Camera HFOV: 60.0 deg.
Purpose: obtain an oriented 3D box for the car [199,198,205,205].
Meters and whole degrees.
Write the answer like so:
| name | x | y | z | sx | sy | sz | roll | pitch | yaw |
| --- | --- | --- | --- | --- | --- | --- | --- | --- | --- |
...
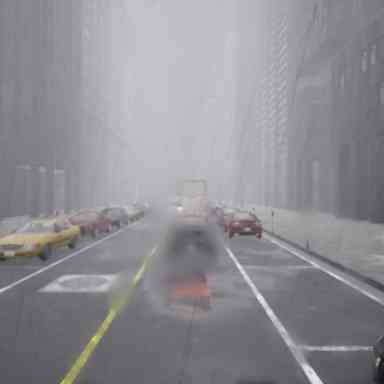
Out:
| name | x | y | z | sx | sy | sz | roll | pitch | yaw |
| --- | --- | --- | --- | --- | --- | --- | --- | --- | --- |
| car | 2.740 | 2.182 | 58.195 | 2.008 | 1.369 | 4.403 | 0 | -1 | 0 |

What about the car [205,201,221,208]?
| name | x | y | z | sx | sy | sz | roll | pitch | yaw |
| --- | --- | --- | --- | --- | --- | --- | --- | --- | --- |
| car | 2.748 | 1.929 | 35.651 | 2.008 | 1.369 | 4.403 | 0 | -1 | 0 |

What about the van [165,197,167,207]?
| name | x | y | z | sx | sy | sz | roll | pitch | yaw |
| --- | --- | --- | --- | --- | --- | --- | --- | --- | --- |
| van | -5.786 | 1.972 | 58.179 | 1.690 | 1.788 | 3.998 | 0 | -1 | 0 |

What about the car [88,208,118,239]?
| name | x | y | z | sx | sy | sz | roll | pitch | yaw |
| --- | --- | --- | --- | --- | --- | --- | --- | --- | --- |
| car | -5.771 | 1.741 | 18.723 | 1.887 | 1.381 | 4.507 | 0 | -1 | 0 |

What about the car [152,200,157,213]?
| name | x | y | z | sx | sy | sz | roll | pitch | yaw |
| --- | --- | --- | --- | --- | --- | --- | --- | --- | --- |
| car | -5.779 | 2.022 | 41.268 | 1.802 | 1.307 | 4.206 | 0 | -1 | 0 |

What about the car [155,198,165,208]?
| name | x | y | z | sx | sy | sz | roll | pitch | yaw |
| --- | --- | --- | --- | --- | --- | --- | --- | --- | --- |
| car | -5.783 | 2.006 | 52.542 | 1.967 | 1.590 | 4.097 | 0 | -1 | 0 |

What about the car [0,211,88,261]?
| name | x | y | z | sx | sy | sz | roll | pitch | yaw |
| --- | --- | --- | --- | --- | --- | --- | --- | --- | --- |
| car | -5.769 | 1.661 | 12.917 | 1.752 | 1.417 | 4.829 | 0 | -1 | 0 |

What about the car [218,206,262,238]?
| name | x | y | z | sx | sy | sz | roll | pitch | yaw |
| --- | --- | --- | --- | --- | --- | --- | --- | --- | --- |
| car | 2.754 | 1.742 | 18.744 | 1.887 | 1.381 | 4.507 | 0 | -1 | 0 |

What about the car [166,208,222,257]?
| name | x | y | z | sx | sy | sz | roll | pitch | yaw |
| --- | --- | --- | --- | --- | --- | --- | --- | --- | --- |
| car | 0.011 | 1.649 | 13.494 | 1.837 | 1.490 | 4.892 | 0 | 0 | 0 |

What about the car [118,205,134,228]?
| name | x | y | z | sx | sy | sz | roll | pitch | yaw |
| --- | --- | --- | --- | --- | --- | --- | --- | --- | --- |
| car | -5.773 | 1.822 | 24.359 | 1.947 | 1.339 | 4.313 | 0 | -1 | 0 |

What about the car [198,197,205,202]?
| name | x | y | z | sx | sy | sz | roll | pitch | yaw |
| --- | --- | --- | --- | --- | --- | --- | --- | --- | --- |
| car | 2.736 | 2.306 | 69.467 | 1.887 | 1.381 | 4.507 | 0 | -1 | 0 |

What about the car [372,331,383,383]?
| name | x | y | z | sx | sy | sz | roll | pitch | yaw |
| --- | --- | --- | --- | --- | --- | --- | --- | --- | --- |
| car | 2.760 | 1.571 | 1.837 | 2.008 | 1.369 | 4.403 | 0 | -1 | 0 |

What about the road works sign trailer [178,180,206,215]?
| name | x | y | z | sx | sy | sz | roll | pitch | yaw |
| --- | --- | --- | --- | --- | --- | --- | --- | --- | --- |
| road works sign trailer | -0.010 | 0.758 | 27.848 | 2.380 | 3.560 | 2.880 | 0 | -1 | 0 |

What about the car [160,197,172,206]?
| name | x | y | z | sx | sy | sz | roll | pitch | yaw |
| --- | --- | --- | --- | --- | --- | --- | --- | --- | --- |
| car | -5.792 | 2.142 | 75.087 | 2.192 | 1.841 | 5.009 | 0 | -1 | 0 |

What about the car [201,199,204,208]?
| name | x | y | z | sx | sy | sz | roll | pitch | yaw |
| --- | --- | --- | --- | --- | --- | --- | --- | --- | --- |
| car | 2.744 | 2.054 | 46.923 | 2.008 | 1.369 | 4.403 | 0 | -1 | 0 |

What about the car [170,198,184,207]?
| name | x | y | z | sx | sy | sz | roll | pitch | yaw |
| --- | --- | --- | --- | --- | --- | --- | --- | --- | --- |
| car | -3.042 | 2.304 | 64.513 | 1.895 | 1.301 | 4.718 | 0 | -1 | 0 |

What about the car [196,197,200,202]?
| name | x | y | z | sx | sy | sz | roll | pitch | yaw |
| --- | --- | --- | --- | --- | --- | --- | --- | --- | --- |
| car | 2.731 | 2.209 | 80.741 | 2.192 | 1.841 | 5.009 | 0 | -1 | 0 |

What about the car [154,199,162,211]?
| name | x | y | z | sx | sy | sz | roll | pitch | yaw |
| --- | --- | --- | --- | --- | --- | --- | --- | --- | --- |
| car | -5.781 | 2.069 | 46.904 | 1.947 | 1.339 | 4.313 | 0 | -1 | 0 |

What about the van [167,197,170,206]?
| name | x | y | z | sx | sy | sz | roll | pitch | yaw |
| --- | --- | --- | --- | --- | --- | --- | --- | --- | --- |
| van | -5.788 | 2.037 | 63.815 | 1.690 | 1.788 | 3.998 | 0 | -1 | 0 |

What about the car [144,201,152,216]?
| name | x | y | z | sx | sy | sz | roll | pitch | yaw |
| --- | --- | --- | --- | --- | --- | --- | --- | --- | --- |
| car | -5.777 | 1.944 | 35.631 | 1.947 | 1.339 | 4.313 | 0 | -1 | 0 |

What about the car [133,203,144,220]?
| name | x | y | z | sx | sy | sz | roll | pitch | yaw |
| --- | --- | --- | --- | --- | --- | --- | --- | --- | --- |
| car | -5.775 | 1.840 | 29.825 | 1.752 | 1.417 | 4.829 | 0 | -1 | 0 |

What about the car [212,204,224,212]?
| name | x | y | z | sx | sy | sz | roll | pitch | yaw |
| --- | --- | --- | --- | --- | --- | --- | --- | --- | --- |
| car | 2.752 | 1.801 | 24.380 | 1.887 | 1.381 | 4.507 | 0 | -1 | 0 |

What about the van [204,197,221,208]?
| name | x | y | z | sx | sy | sz | roll | pitch | yaw |
| --- | --- | --- | --- | --- | --- | --- | --- | --- | --- |
| van | 2.746 | 1.781 | 41.290 | 1.690 | 1.788 | 3.998 | 0 | -1 | 0 |
